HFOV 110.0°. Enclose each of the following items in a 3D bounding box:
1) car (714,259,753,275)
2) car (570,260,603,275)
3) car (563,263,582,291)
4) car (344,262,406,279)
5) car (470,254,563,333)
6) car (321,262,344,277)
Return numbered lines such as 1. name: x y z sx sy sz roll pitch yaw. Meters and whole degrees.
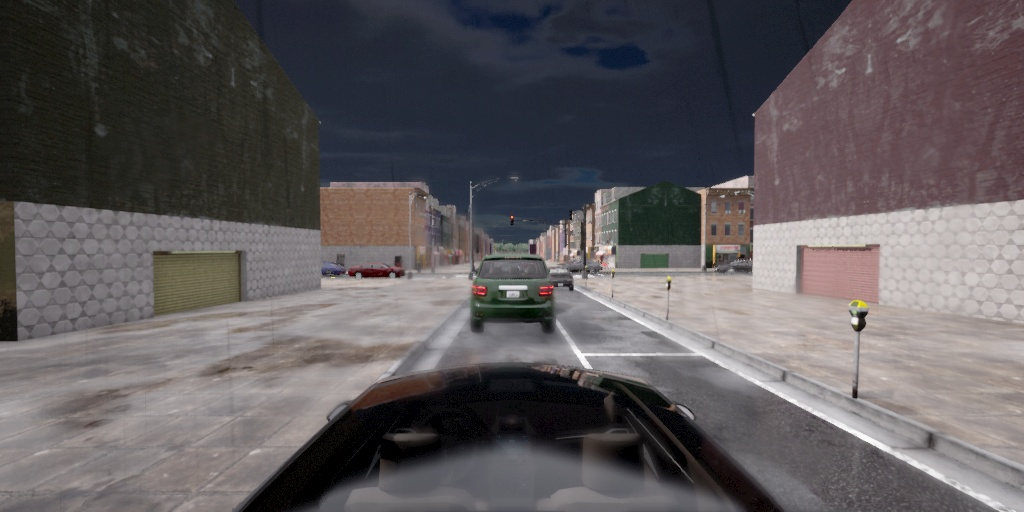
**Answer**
1. car: 23.090 1.093 36.208 4.892 1.490 1.837 0 1 0
2. car: 6.798 1.152 36.905 4.902 1.511 2.128 0 1 11
3. car: 2.593 1.293 21.274 2.007 1.370 4.403 0 0 0
4. car: -12.398 1.333 33.202 5.008 1.535 1.882 0 1 -1
5. car: 0.029 0.967 10.859 2.150 2.045 5.566 0 0 0
6. car: -19.357 1.370 36.130 4.674 1.442 1.812 0 1 0
